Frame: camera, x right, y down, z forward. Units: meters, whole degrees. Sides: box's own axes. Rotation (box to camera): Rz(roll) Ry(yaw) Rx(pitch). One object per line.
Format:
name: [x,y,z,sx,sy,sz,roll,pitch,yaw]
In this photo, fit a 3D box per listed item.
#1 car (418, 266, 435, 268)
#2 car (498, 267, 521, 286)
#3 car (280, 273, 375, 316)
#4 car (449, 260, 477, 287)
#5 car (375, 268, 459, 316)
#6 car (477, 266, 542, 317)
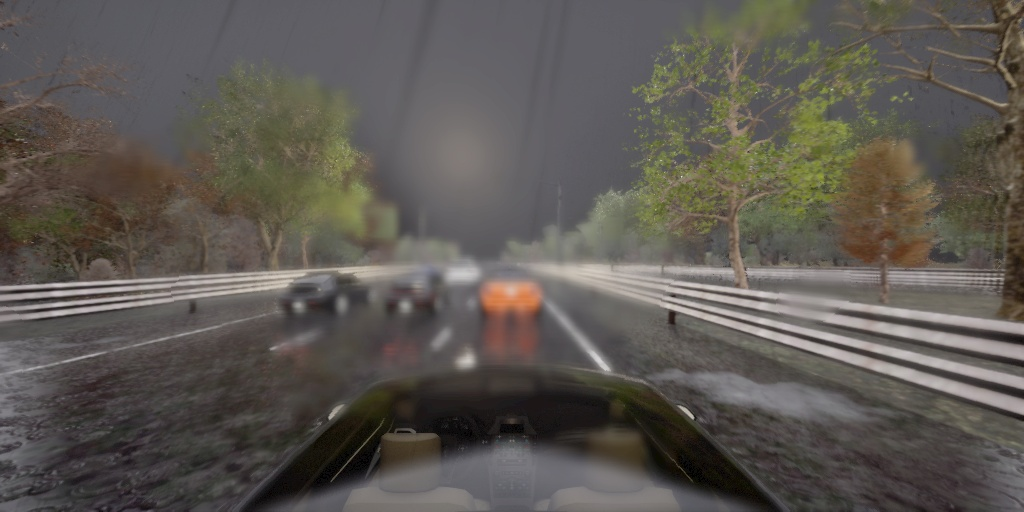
car: [-7.247,1.621,30.542,1.882,1.535,5.008,0,0,-1]
car: [-0.242,1.661,30.126,1.812,1.442,4.674,0,-1,-1]
car: [-7.022,1.424,14.269,1.837,1.490,4.892,0,0,0]
car: [-3.720,1.332,28.188,2.150,2.045,5.566,0,-1,-1]
car: [-3.522,1.424,14.297,1.837,1.490,4.892,0,0,0]
car: [-0.022,1.267,14.202,2.097,1.767,4.553,0,-1,0]
